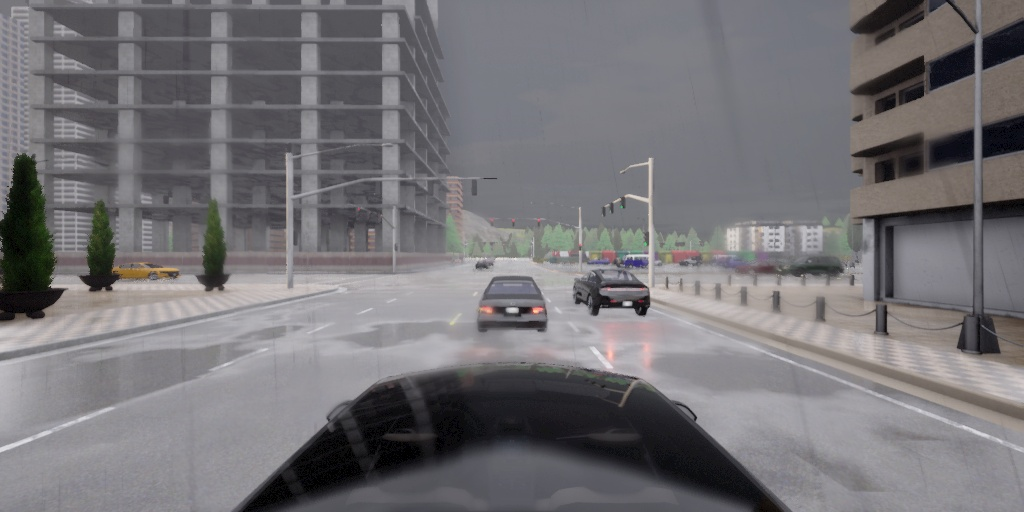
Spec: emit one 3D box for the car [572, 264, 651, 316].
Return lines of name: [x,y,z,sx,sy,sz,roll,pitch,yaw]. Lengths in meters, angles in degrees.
car: [3.489,1.239,13.324,2.128,1.511,4.902,0,0,-1]

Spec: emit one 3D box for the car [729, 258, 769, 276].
car: [26.162,1.275,37.678,5.008,1.535,1.882,0,0,0]

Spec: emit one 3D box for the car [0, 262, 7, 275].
car: [-50.854,1.276,33.460,5.008,1.535,1.882,0,0,0]

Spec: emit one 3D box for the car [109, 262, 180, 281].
car: [-30.744,1.277,29.983,5.008,1.535,1.882,0,0,0]

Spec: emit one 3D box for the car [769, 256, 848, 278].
car: [28.349,1.019,34.196,5.566,2.045,2.150,0,0,0]

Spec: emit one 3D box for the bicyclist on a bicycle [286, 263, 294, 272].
bicyclist on a bicycle: [-25.993,1.097,42.007,0.582,1.620,1.656,0,0,0]

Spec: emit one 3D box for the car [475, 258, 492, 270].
car: [-4.461,1.339,53.419,1.895,1.301,4.718,0,0,-1]

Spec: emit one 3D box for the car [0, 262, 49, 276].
car: [-51.211,1.323,36.960,4.674,1.442,1.812,0,0,0]

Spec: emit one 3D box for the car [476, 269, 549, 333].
car: [0.015,1.295,10.741,2.033,1.411,5.357,0,0,0]
